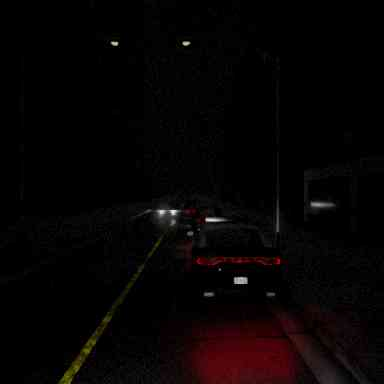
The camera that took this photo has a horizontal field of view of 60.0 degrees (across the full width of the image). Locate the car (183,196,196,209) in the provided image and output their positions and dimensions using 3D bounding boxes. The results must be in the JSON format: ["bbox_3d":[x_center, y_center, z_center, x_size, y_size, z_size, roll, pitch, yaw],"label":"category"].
[{"bbox_3d":[0.012,1.633,46.005,1.895,1.301,4.718,0,0,1],"label":"car"}]

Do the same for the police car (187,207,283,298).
[{"bbox_3d":[0.899,1.428,8.707,1.930,1.638,5.238,0,0,0],"label":"police car"}]

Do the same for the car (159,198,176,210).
[{"bbox_3d":[-3.104,1.555,43.168,1.812,1.442,4.674,0,0,0],"label":"car"}]

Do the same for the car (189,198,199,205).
[{"bbox_3d":[0.897,1.490,24.598,1.882,1.535,5.008,0,0,0],"label":"car"}]

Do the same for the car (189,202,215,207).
[{"bbox_3d":[0.898,1.534,18.598,1.812,1.442,4.674,0,0,0],"label":"car"}]
